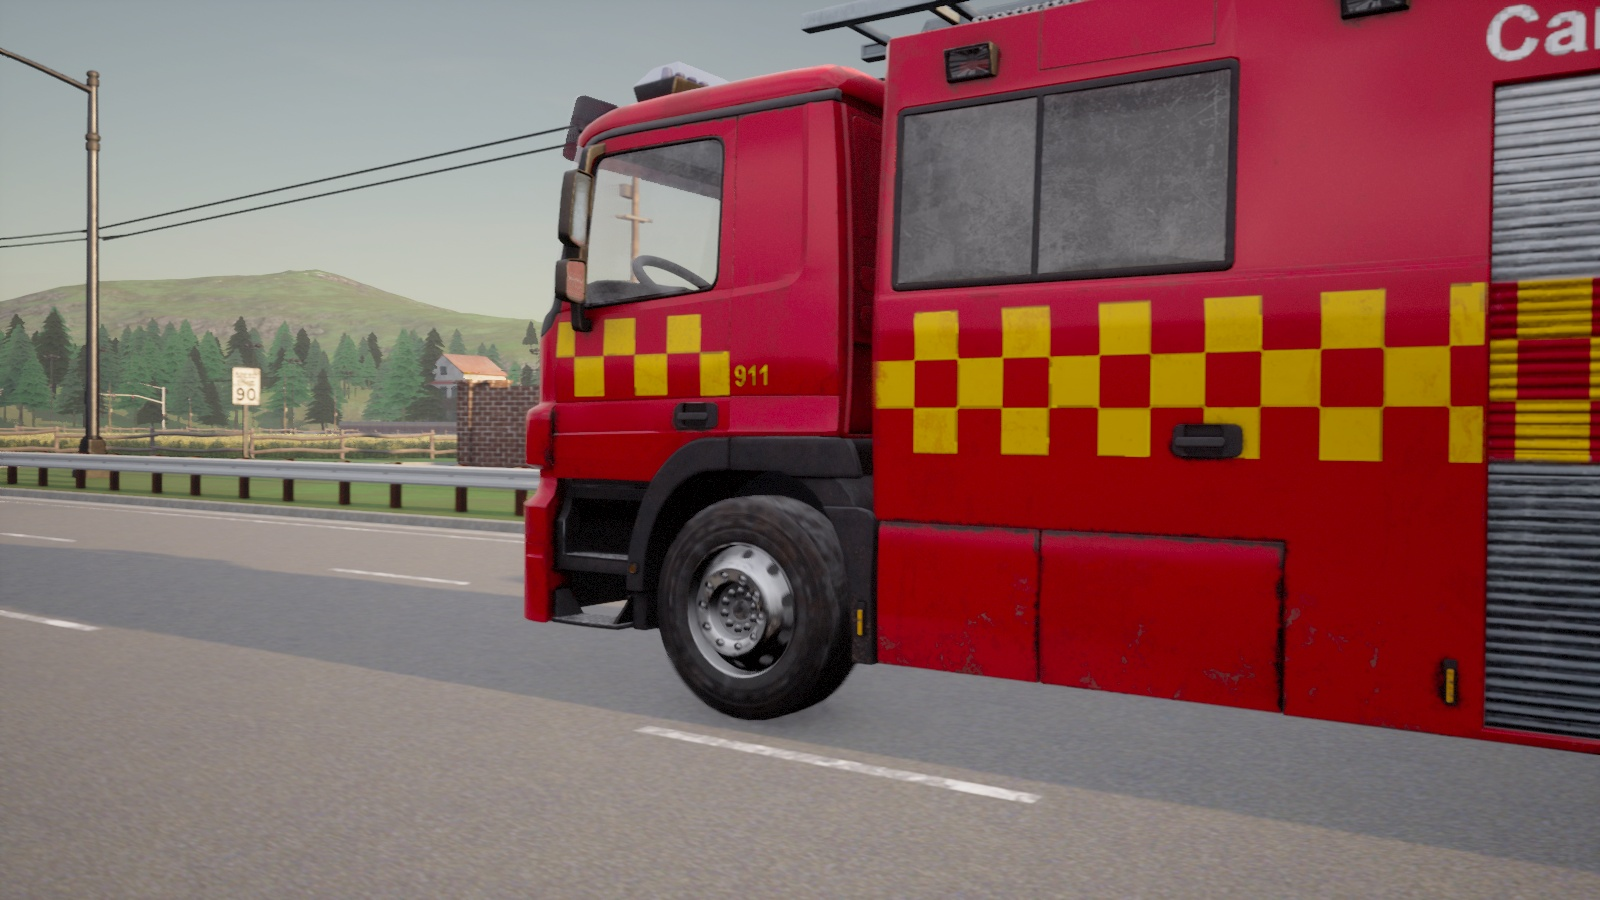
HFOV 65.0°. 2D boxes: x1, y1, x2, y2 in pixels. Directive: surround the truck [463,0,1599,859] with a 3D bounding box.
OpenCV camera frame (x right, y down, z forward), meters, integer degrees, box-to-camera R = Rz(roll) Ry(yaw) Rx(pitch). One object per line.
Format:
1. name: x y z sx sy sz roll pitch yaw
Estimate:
1. truck: 2.377 -0.540 6.223 8.468 3.827 2.891 0 1 34
